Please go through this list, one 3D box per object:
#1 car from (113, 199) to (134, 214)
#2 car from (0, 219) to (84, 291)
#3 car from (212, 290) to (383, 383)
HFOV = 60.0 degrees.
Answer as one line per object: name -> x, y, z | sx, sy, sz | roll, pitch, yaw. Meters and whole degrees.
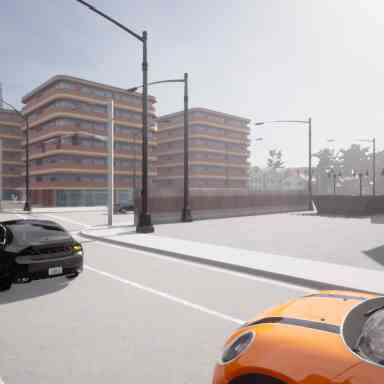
car -> -6.353, 1.491, 34.956 | 4.902, 1.511, 2.128 | 0, 0, -44
car -> -4.696, 1.505, 9.148 | 1.837, 1.490, 4.892 | 0, 0, -43
car -> 2.331, 1.352, 2.292 | 4.553, 1.767, 2.097 | 0, 0, 40
